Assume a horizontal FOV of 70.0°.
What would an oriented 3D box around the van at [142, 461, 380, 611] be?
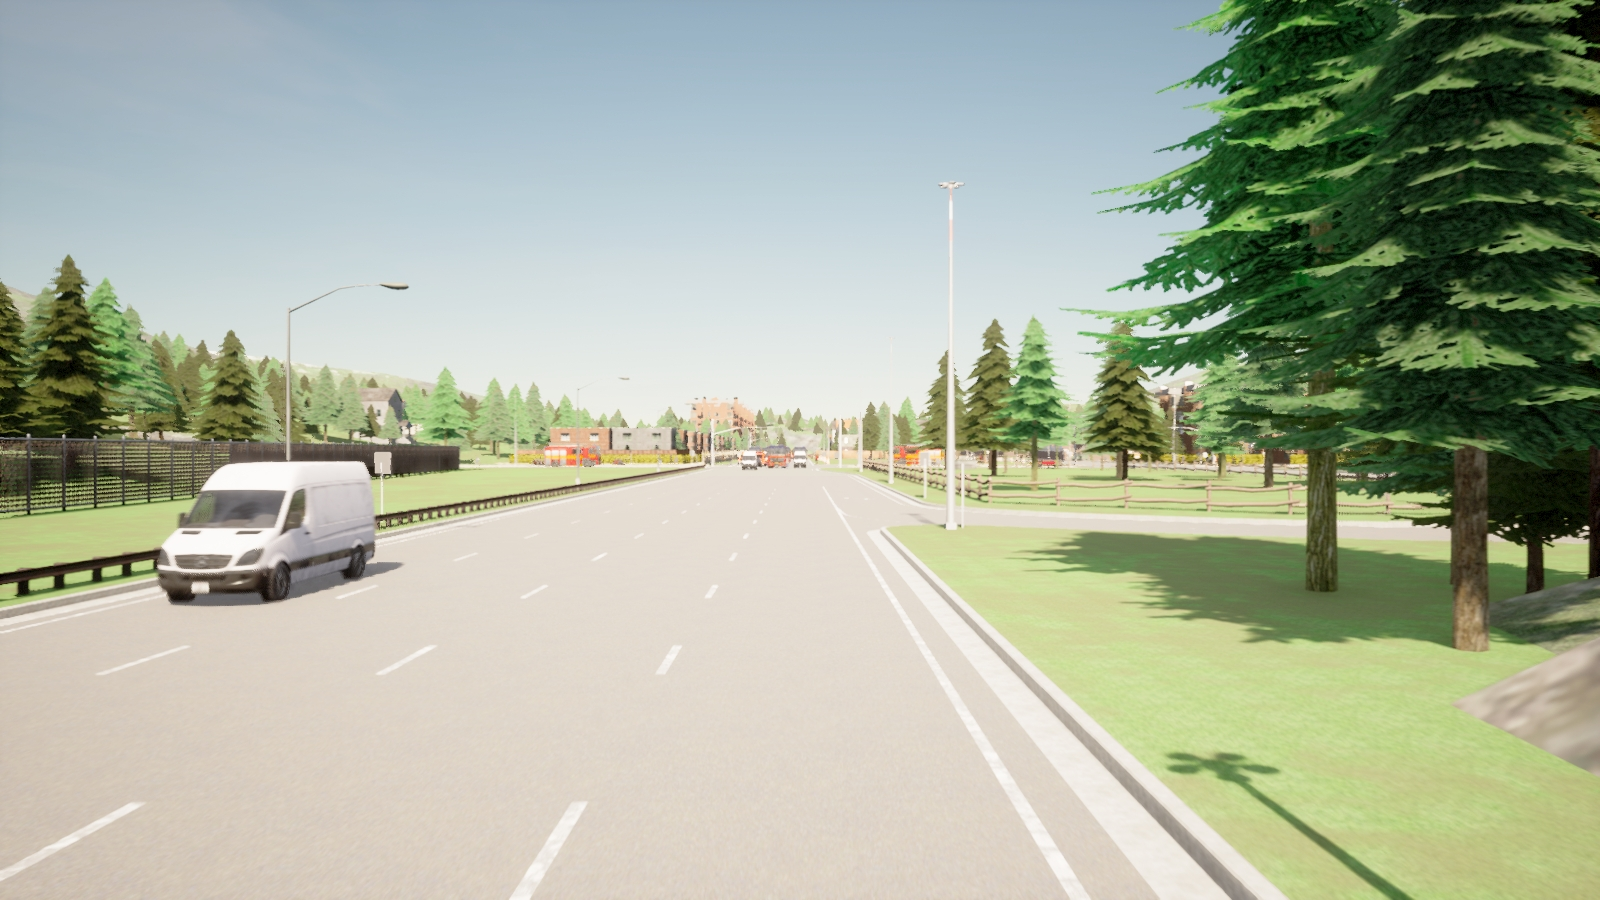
[{"bbox_3d":[-10.495,1.535,22.914,1.988,2.561,5.915,0,0,0],"label":"van"}]
